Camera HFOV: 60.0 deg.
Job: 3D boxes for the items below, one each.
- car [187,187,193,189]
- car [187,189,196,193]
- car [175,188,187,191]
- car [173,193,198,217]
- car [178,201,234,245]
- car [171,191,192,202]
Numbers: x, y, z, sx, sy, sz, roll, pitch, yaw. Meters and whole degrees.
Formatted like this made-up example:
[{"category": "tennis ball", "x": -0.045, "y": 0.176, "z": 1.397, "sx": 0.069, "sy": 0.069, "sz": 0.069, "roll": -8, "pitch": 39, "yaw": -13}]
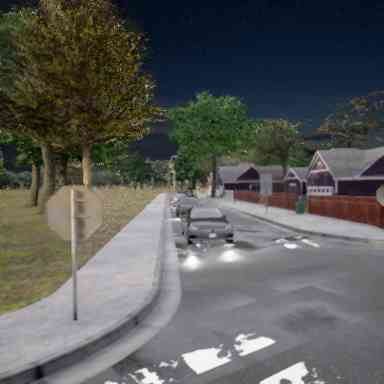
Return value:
[{"category": "car", "x": -0.798, "y": 0.048, "z": 71.535, "sx": 2.150, "sy": 2.045, "sz": 5.566, "roll": -1, "pitch": 1, "yaw": -4}, {"category": "car", "x": 0.035, "y": 0.606, "z": 61.512, "sx": 1.895, "sy": 1.301, "sz": 4.718, "roll": -1, "pitch": 1, "yaw": -4}, {"category": "car", "x": -2.442, "y": 0.509, "z": 56.375, "sx": 2.097, "sy": 1.767, "sz": 4.553, "roll": -1, "pitch": 1, "yaw": -4}, {"category": "car", "x": -0.381, "y": 1.126, "z": 26.846, "sx": 1.837, "sy": 1.490, "sz": 4.892, "roll": -1, "pitch": 1, "yaw": -4}, {"category": "car", "x": 0.551, "y": 1.334, "z": 14.742, "sx": 1.812, "sy": 1.442, "sz": 4.674, "roll": -1, "pitch": 1, "yaw": -6}, {"category": "car", "x": -1.415, "y": 0.926, "z": 41.135, "sx": 1.812, "sy": 1.442, "sz": 4.674, "roll": -1, "pitch": 1, "yaw": -4}]
